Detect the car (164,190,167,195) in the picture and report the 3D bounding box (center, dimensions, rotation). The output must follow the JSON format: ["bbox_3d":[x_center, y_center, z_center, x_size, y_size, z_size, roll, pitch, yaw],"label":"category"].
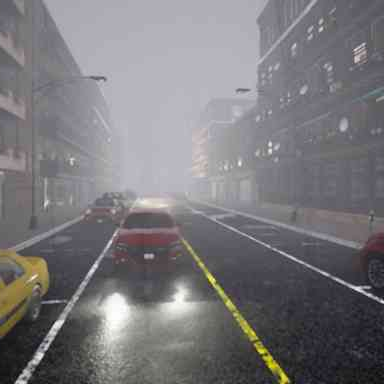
[{"bbox_3d":[-6.534,0.162,89.299,2.008,1.369,4.403,0,1,-8],"label":"car"}]

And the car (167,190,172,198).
[{"bbox_3d":[-3.444,0.505,66.970,1.887,1.381,4.507,0,1,-8],"label":"car"}]

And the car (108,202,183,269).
[{"bbox_3d":[-1.423,1.309,10.869,1.882,1.535,5.008,0,1,-8],"label":"car"}]

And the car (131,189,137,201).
[{"bbox_3d":[-10.199,0.472,54.657,2.192,1.841,5.009,0,1,-8],"label":"car"}]

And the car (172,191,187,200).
[{"bbox_3d":[-1.921,0.657,55.973,1.752,1.417,4.829,0,1,-8],"label":"car"}]

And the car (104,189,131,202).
[{"bbox_3d":[-6.335,0.904,26.745,2.192,1.841,5.009,0,1,-8],"label":"car"}]

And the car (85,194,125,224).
[{"bbox_3d":[-5.563,1.115,21.164,1.967,1.590,4.097,0,1,-8],"label":"car"}]

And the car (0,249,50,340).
[{"bbox_3d":[-3.220,1.460,4.248,1.752,1.417,4.829,0,1,-8],"label":"car"}]

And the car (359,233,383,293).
[{"bbox_3d":[5.059,1.224,5.559,2.192,1.841,5.009,0,1,-8],"label":"car"}]

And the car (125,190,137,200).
[{"bbox_3d":[-10.972,0.510,60.240,1.967,1.590,4.097,0,1,-8],"label":"car"}]
